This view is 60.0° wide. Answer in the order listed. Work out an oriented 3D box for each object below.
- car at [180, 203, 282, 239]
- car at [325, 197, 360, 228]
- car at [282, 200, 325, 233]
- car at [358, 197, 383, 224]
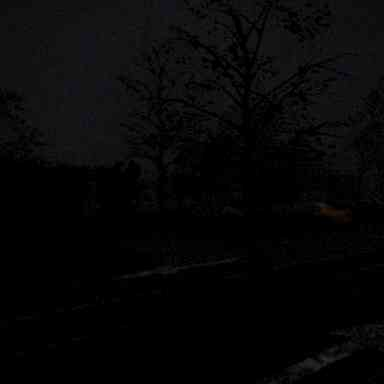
[{"bbox_3d":[1.617,1.389,16.783,4.892,1.521,2.231,-1,-1,36],"label":"car"},{"bbox_3d":[7.108,1.311,20.656,5.366,1.575,1.946,-1,0,36],"label":"car"},{"bbox_3d":[4.444,1.351,18.660,4.892,1.521,2.231,-1,0,36],"label":"car"},{"bbox_3d":[10.107,1.302,22.425,4.792,1.488,2.163,-1,0,36],"label":"car"}]
